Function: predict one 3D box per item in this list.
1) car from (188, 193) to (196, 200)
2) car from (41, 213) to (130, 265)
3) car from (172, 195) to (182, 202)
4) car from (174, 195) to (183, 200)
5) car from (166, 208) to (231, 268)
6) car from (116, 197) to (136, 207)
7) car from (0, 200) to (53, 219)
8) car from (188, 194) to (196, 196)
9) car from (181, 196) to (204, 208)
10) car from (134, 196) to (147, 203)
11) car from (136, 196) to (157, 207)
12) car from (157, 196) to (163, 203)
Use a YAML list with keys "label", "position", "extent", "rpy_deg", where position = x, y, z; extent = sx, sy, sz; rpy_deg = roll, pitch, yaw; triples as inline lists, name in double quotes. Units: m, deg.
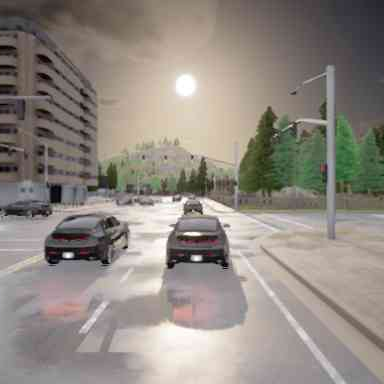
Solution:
- label: "car"
  position: [-0.002, 1.191, 85.179]
  extent: [2.097, 1.767, 4.553]
  rpy_deg: [0, 0, 0]
- label: "car"
  position: [-3.414, 1.502, 11.608]
  extent: [1.837, 1.490, 4.892]
  rpy_deg: [0, 0, 0]
- label: "car"
  position: [-3.502, 1.503, 75.618]
  extent: [2.128, 1.511, 4.902]
  rpy_deg: [0, 0, 0]
- label: "car"
  position: [-3.502, 1.375, 85.209]
  extent: [2.033, 1.411, 5.357]
  rpy_deg: [0, 0, 0]
- label: "car"
  position: [0.245, 1.502, 11.231]
  extent: [1.837, 1.490, 4.892]
  rpy_deg: [0, 0, 3]
- label: "car"
  position: [-10.569, 1.479, 52.260]
  extent: [2.128, 1.511, 4.902]
  rpy_deg: [0, 0, 0]
- label: "car"
  position: [-14.268, 1.444, 28.399]
  extent: [4.892, 1.490, 1.837]
  rpy_deg: [0, -2, 19]
- label: "car"
  position: [-0.002, 1.501, 76.216]
  extent: [1.812, 1.442, 4.674]
  rpy_deg: [0, 0, 0]
- label: "car"
  position: [0.099, 1.484, 33.079]
  extent: [1.837, 1.490, 4.892]
  rpy_deg: [0, 0, 0]
- label: "car"
  position: [-10.502, 1.536, 67.878]
  extent: [1.994, 1.385, 4.181]
  rpy_deg: [0, 0, 0]
- label: "car"
  position: [-7.071, 1.512, 51.953]
  extent: [1.812, 1.442, 4.674]
  rpy_deg: [0, 0, 0]
- label: "car"
  position: [-7.004, 1.508, 67.679]
  extent: [1.812, 1.442, 4.674]
  rpy_deg: [0, 0, 0]
